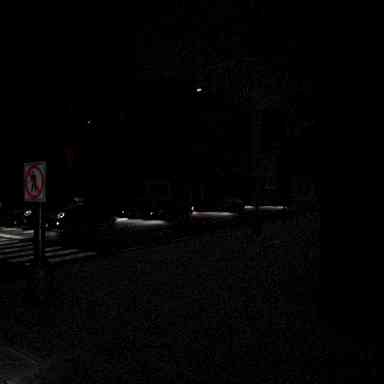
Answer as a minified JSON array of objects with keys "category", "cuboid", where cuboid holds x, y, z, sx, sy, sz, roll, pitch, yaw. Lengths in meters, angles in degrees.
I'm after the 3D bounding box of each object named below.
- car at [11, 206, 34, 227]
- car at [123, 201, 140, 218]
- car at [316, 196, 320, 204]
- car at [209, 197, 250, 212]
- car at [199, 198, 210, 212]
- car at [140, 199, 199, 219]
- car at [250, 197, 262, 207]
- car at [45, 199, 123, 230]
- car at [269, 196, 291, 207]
[{"category":"car","cuboid":[-9.634,1.304,22.411,2.097,1.767,4.553,0,0,35]},{"category":"car","cuboid":[-4.644,1.480,29.471,1.994,1.385,4.181,0,0,35]},{"category":"car","cuboid":[22.417,1.291,56.107,2.033,1.411,5.357,0,0,35]},{"category":"car","cuboid":[4.179,1.390,36.296,1.812,1.442,4.674,0,0,36]},{"category":"car","cuboid":[1.400,1.419,38.002,2.033,1.411,5.357,0,0,36]},{"category":"car","cuboid":[-1.775,1.413,27.888,1.837,1.490,4.892,0,0,35]},{"category":"car","cuboid":[8.507,1.384,47.951,1.994,1.385,4.181,0,0,36]},{"category":"car","cuboid":[-6.910,1.297,20.632,2.097,1.767,4.553,0,0,35]},{"category":"car","cuboid":[12.864,1.308,48.437,1.837,1.490,4.892,0,0,36]}]
